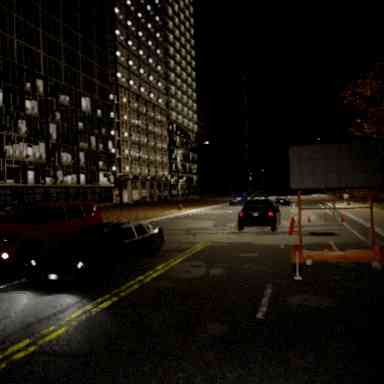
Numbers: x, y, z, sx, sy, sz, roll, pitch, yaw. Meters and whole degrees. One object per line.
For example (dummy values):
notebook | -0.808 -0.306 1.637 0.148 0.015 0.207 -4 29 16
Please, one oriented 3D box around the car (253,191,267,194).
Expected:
car | 10.184 0.877 49.847 2.150 2.045 5.566 -2 0 18

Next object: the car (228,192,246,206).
car | 7.080 0.981 50.798 2.150 2.045 5.566 -2 0 18

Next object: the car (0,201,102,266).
car | -5.423 1.402 12.204 2.150 2.045 5.566 -2 0 18

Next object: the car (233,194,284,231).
car | 4.060 1.212 19.763 2.097 1.767 4.553 -2 0 18

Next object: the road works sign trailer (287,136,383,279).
road works sign trailer | 3.947 0.329 9.267 2.380 3.560 2.880 -2 0 18

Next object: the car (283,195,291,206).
car | 12.299 1.148 45.246 1.994 1.385 4.181 -2 0 18

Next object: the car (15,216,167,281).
car | -2.540 1.629 10.531 2.033 1.411 5.357 -2 0 18
